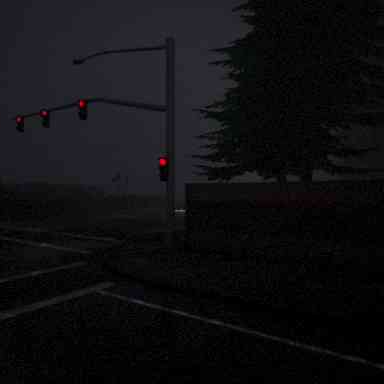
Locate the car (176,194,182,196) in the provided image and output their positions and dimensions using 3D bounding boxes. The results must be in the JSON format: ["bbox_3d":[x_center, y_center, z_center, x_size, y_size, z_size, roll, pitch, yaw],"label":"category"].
[{"bbox_3d":[-4.391,1.446,74.040,3.806,1.475,1.970,0,0,36],"label":"car"}]

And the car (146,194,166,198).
[{"bbox_3d":[-7.596,1.204,69.474,4.605,1.855,1.932,0,0,36],"label":"car"}]

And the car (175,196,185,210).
[{"bbox_3d":[-0.060,1.518,42.524,2.033,1.411,5.357,0,0,35],"label":"car"}]
